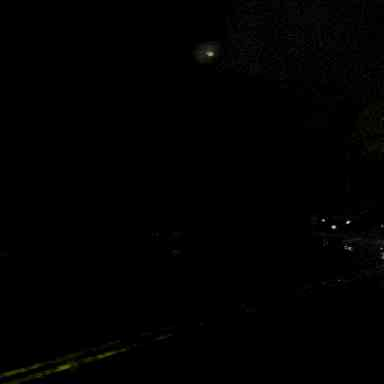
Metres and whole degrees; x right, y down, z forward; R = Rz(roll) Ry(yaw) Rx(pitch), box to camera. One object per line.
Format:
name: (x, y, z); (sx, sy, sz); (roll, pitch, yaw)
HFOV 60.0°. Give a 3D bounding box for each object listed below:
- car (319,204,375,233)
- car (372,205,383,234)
car: (9.310, 1.358, 18.317); (5.357, 1.411, 2.033); (-1, 0, -36)
car: (10.858, 1.362, 15.430); (5.357, 1.411, 2.033); (-1, 0, -36)
